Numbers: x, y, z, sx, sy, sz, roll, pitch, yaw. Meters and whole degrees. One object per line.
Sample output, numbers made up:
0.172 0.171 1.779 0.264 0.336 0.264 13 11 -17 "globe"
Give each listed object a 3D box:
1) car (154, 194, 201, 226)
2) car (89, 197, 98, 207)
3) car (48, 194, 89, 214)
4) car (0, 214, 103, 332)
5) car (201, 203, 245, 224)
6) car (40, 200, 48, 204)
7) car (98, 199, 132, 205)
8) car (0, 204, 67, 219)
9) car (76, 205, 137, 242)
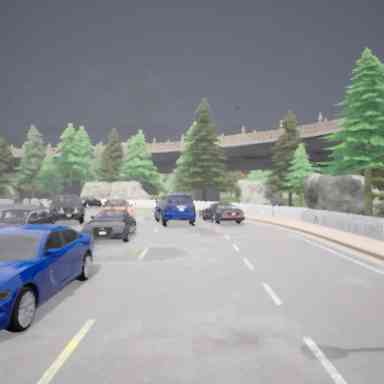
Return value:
-1.304 1.181 23.392 2.150 2.045 5.566 0 0 -14 "car"
-14.582 1.399 45.206 5.008 1.535 1.882 0 0 30 "car"
-9.176 1.179 24.330 2.150 2.045 5.566 0 0 -24 "car"
-3.570 1.465 6.996 1.882 1.535 5.008 0 0 0 "car"
2.078 1.505 24.277 2.033 1.411 5.357 0 0 -15 "car"
-17.631 1.451 43.014 4.674 1.442 1.812 0 0 28 "car"
-5.528 1.309 24.665 2.097 1.767 4.553 0 0 -19 "car"
-7.242 1.467 13.835 2.128 1.511 4.902 0 0 -2 "car"
-3.821 1.536 15.985 1.994 1.385 4.181 0 0 -2 "car"
